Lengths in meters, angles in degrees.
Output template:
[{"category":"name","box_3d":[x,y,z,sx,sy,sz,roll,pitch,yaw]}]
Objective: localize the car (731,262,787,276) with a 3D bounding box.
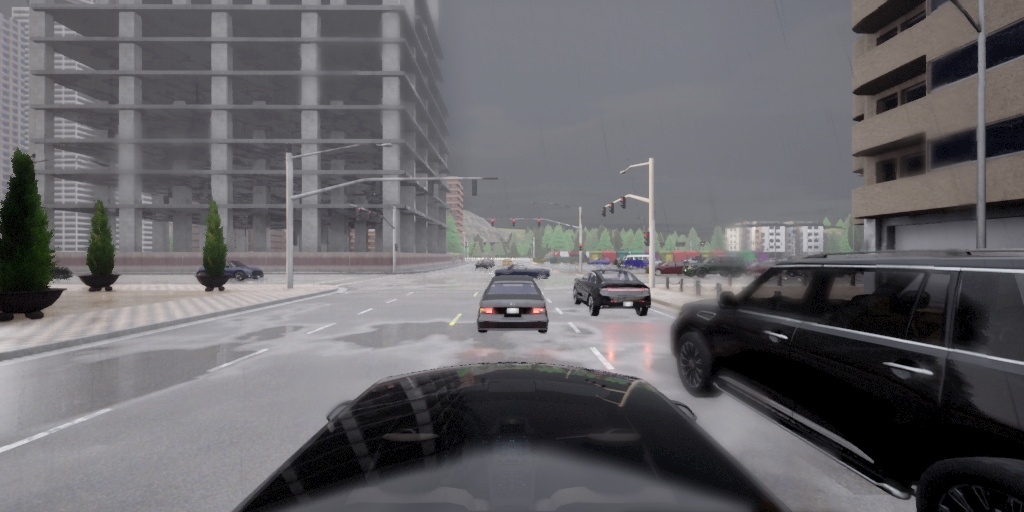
[{"category":"car","box_3d":[25.825,1.331,37.608,4.674,1.442,1.812,0,0,0]}]

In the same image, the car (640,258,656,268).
[{"category":"car","box_3d":[16.515,1.283,37.544,5.008,1.535,1.882,0,0,0]}]

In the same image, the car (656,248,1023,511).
[{"category":"car","box_3d":[3.599,0.971,3.369,2.150,2.045,5.566,0,0,0]}]

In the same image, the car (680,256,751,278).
[{"category":"car","box_3d":[19.232,1.027,34.066,5.566,2.045,2.150,0,0,0]}]

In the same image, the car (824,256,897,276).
[{"category":"car","box_3d":[36.521,1.027,37.696,5.566,2.045,2.150,0,0,0]}]

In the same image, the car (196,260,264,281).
[{"category":"car","box_3d":[-23.483,1.157,30.022,4.553,1.767,2.097,0,0,0]}]

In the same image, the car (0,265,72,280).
[{"category":"car","box_3d":[-39.871,1.157,29.897,4.553,1.767,2.097,0,0,0]}]

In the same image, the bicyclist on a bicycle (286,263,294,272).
[{"category":"bicyclist on a bicycle","box_3d":[-25.967,1.106,41.983,0.582,1.620,1.656,0,0,0]}]

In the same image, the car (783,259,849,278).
[{"category":"car","box_3d":[28.873,1.157,34.140,4.553,1.767,2.097,0,0,0]}]

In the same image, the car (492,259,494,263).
[{"category":"car","box_3d":[-4.522,1.227,63.041,1.882,1.535,5.008,0,0,0]}]

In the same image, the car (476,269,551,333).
[{"category":"car","box_3d":[0.021,1.297,10.701,2.033,1.411,5.357,0,0,0]}]

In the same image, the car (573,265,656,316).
[{"category":"car","box_3d":[3.496,1.241,13.282,2.128,1.511,4.902,0,0,0]}]

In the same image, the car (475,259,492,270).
[{"category":"car","box_3d":[-4.424,1.350,52.873,1.895,1.301,4.718,0,0,-1]}]

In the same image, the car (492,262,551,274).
[{"category":"car","box_3d":[0.901,1.377,30.217,4.718,1.301,1.895,0,0,0]}]
